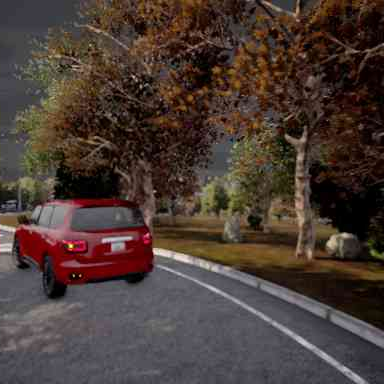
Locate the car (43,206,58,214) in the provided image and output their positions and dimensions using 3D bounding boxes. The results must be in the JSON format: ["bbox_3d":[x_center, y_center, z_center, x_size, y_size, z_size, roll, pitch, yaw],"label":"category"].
[{"bbox_3d":[-30.288,3.870,71.374,1.837,1.490,4.892,0,-4,-8],"label":"car"}]

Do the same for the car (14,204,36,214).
[{"bbox_3d":[-28.068,2.894,56.172,1.837,1.490,4.892,0,-4,-8],"label":"car"}]

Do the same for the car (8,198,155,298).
[{"bbox_3d":[-3.095,1.181,8.787,2.150,2.045,5.566,0,0,-37],"label":"car"}]

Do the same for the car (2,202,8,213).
[{"bbox_3d":[-22.257,1.868,42.102,2.128,1.511,4.902,0,-3,-9],"label":"car"}]
